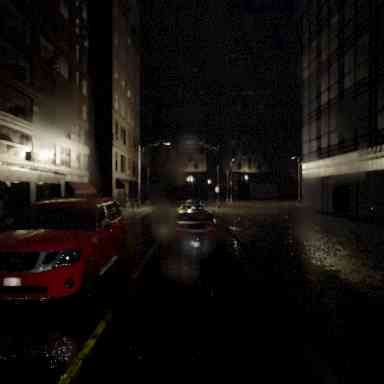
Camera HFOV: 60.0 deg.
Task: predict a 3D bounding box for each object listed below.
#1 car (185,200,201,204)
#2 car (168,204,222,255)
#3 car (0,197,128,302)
[{"bbox_3d":[0.099,1.438,30.826,2.033,1.411,5.357,0,0,0],"label":"car"},{"bbox_3d":[0.099,1.440,13.034,2.128,1.511,4.902,0,0,0],"label":"car"},{"bbox_3d":[-3.100,1.188,8.506,2.150,2.045,5.566,0,0,0],"label":"car"}]
